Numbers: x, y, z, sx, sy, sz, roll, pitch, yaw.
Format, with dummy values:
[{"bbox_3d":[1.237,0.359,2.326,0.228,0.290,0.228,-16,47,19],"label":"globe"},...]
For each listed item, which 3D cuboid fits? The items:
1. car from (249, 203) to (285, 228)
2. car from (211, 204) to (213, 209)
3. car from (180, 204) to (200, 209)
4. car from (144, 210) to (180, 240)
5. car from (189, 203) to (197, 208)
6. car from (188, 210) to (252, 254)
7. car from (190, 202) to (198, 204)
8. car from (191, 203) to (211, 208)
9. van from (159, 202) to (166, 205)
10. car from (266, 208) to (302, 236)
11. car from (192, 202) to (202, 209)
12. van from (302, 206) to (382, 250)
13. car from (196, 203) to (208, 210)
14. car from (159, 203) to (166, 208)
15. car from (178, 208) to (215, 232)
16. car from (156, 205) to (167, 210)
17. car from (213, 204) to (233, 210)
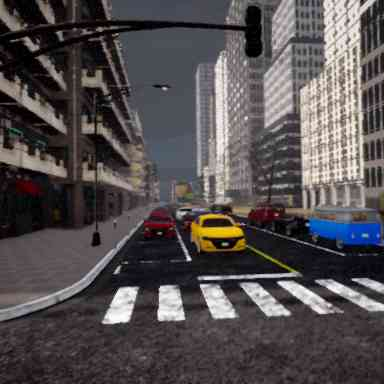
[{"bbox_3d":[5.930,1.811,26.356,2.192,1.841,5.009,-1,-1,-5],"label":"car"},{"bbox_3d":[3.965,2.636,54.233,1.882,1.535,5.008,-1,-1,-5],"label":"car"},{"bbox_3d":[-0.603,2.318,34.788,1.812,1.442,4.674,-1,-1,-5],"label":"car"},{"bbox_3d":[-1.938,2.030,20.125,1.887,1.381,4.507,-1,-1,-5],"label":"car"},{"bbox_3d":[0.218,3.663,92.359,2.008,1.369,4.403,-1,-1,-5],"label":"car"},{"bbox_3d":[1.069,1.808,15.341,1.882,1.535,5.008,-1,-1,-5],"label":"car"},{"bbox_3d":[0.454,2.689,59.475,2.097,1.767,4.553,-1,-1,-5],"label":"car"},{"bbox_3d":[1.234,2.720,50.523,1.895,1.301,4.718,-1,-1,-5],"label":"car"},{"bbox_3d":[-7.658,3.435,86.138,1.690,1.788,3.998,-1,-1,-5],"label":"van"},{"bbox_3d":[6.410,1.931,20.849,1.947,1.339,4.313,-1,-1,-5],"label":"car"},{"bbox_3d":[1.169,3.276,81.360,1.967,1.590,4.097,-1,-1,-5],"label":"car"},{"bbox_3d":[6.883,1.576,15.354,1.690,1.788,3.998,-1,-1,-5],"label":"van"},{"bbox_3d":[2.123,3.127,70.356,1.947,1.339,4.313,-1,-1,-5],"label":"car"},{"bbox_3d":[-8.131,3.777,91.634,1.887,1.381,4.507,-1,-1,-5],"label":"car"},{"bbox_3d":[0.277,2.112,24.552,1.994,1.385,4.181,-1,-1,-5],"label":"car"},{"bbox_3d":[-3.368,2.424,36.627,1.887,1.381,4.507,-1,-1,-5],"label":"car"},{"bbox_3d":[4.575,2.494,47.260,1.837,1.490,4.892,-1,-1,-5],"label":"car"}]
